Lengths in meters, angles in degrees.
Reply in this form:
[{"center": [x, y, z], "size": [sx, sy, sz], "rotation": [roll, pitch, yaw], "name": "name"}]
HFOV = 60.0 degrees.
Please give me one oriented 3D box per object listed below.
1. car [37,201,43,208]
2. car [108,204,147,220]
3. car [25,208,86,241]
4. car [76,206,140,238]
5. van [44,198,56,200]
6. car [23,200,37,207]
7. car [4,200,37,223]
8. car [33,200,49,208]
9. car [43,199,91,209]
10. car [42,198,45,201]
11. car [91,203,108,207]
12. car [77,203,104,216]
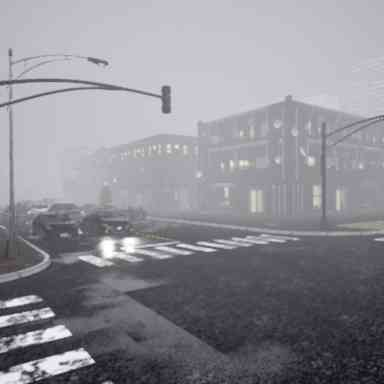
[{"center": [-15.650, 1.956, 34.425], "size": [1.812, 1.442, 4.674], "rotation": [-1, 0, -35], "name": "car"}, {"center": [-5.635, 1.827, 30.292], "size": [2.008, 1.369, 4.403], "rotation": [-1, 0, -35], "name": "car"}, {"center": [-7.730, 1.821, 18.566], "size": [1.947, 1.339, 4.313], "rotation": [-1, 0, -35], "name": "car"}, {"center": [-5.045, 1.786, 19.483], "size": [1.994, 1.385, 4.181], "rotation": [-1, 0, -35], "name": "car"}, {"center": [-21.674, 1.923, 52.850], "size": [1.690, 1.788, 3.998], "rotation": [-1, 0, -35], "name": "van"}, {"center": [-34.497, 2.380, 70.896], "size": [1.947, 1.339, 4.313], "rotation": [-1, 0, -35], "name": "car"}, {"center": [-15.674, 1.853, 29.947], "size": [1.967, 1.590, 4.097], "rotation": [-1, 0, -35], "name": "car"}, {"center": [-28.083, 2.244, 61.873], "size": [1.887, 1.381, 4.507], "rotation": [-1, 0, -35], "name": "car"}, {"center": [-10.085, 1.674, 26.572], "size": [2.097, 1.767, 4.553], "rotation": [-1, 0, -35], "name": "car"}, {"center": [-24.882, 1.956, 57.361], "size": [2.192, 1.841, 5.009], "rotation": [-1, 0, -35], "name": "car"}, {"center": [-8.842, 1.921, 34.804], "size": [1.802, 1.307, 4.206], "rotation": [-1, 0, -35], "name": "car"}, {"center": [-12.048, 1.983, 39.315], "size": [1.802, 1.307, 4.206], "rotation": [-1, 0, -35], "name": "car"}]
